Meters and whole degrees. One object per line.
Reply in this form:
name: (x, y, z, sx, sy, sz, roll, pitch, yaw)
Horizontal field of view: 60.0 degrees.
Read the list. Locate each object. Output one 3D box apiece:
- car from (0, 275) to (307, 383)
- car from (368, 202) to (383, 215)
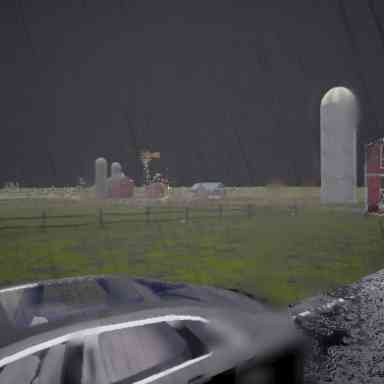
car: (-1.220, 1.492, 2.298, 4.902, 1.511, 2.128, 0, 0, -36)
car: (21.538, 1.793, 37.443, 1.994, 1.385, 4.181, 0, -1, 7)
